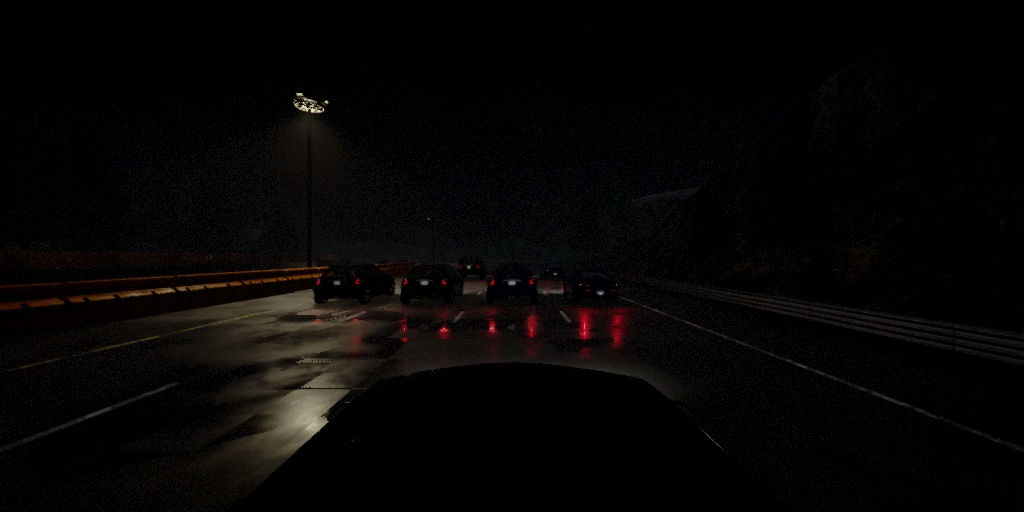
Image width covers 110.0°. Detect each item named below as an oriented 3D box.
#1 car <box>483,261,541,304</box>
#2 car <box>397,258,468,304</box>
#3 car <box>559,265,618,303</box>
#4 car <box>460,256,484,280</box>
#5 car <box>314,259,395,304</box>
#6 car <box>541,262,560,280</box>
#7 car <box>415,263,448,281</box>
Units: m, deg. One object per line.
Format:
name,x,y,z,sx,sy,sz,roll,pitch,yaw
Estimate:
car,0.005,1.113,16.455,2.097,1.767,4.553,0,0,0
car,-3.495,1.113,16.459,2.097,1.767,4.553,0,0,0
car,3.505,1.280,16.480,1.812,1.442,4.674,0,0,0
car,-3.476,1.005,31.519,2.150,2.045,5.566,0,0,0
car,-6.995,1.113,16.463,2.097,1.767,4.553,0,0,0
car,3.523,1.280,31.480,1.812,1.442,4.674,0,0,0
car,-6.977,1.320,31.493,1.994,1.385,4.181,0,0,0
